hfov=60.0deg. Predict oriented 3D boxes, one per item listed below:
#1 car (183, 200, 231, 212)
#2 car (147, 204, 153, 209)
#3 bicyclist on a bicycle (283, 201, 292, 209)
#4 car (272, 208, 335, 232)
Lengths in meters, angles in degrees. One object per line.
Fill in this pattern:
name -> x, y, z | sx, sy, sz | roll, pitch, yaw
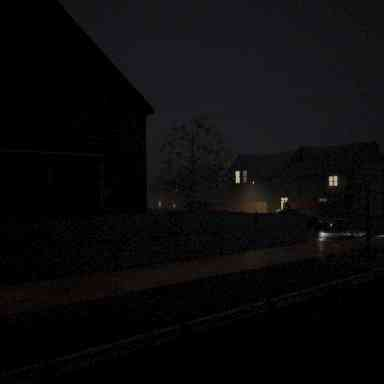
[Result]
car -> 1.330, 1.787, 31.115 | 2.150, 2.045, 5.566 | -1, -1, -36
car -> -7.028, 2.127, 42.794 | 2.150, 2.045, 5.566 | -1, -1, -35
bicyclist on a bicycle -> 8.838, 1.667, 30.682 | 1.656, 1.620, 0.582 | -1, 0, -36
car -> 7.356, 1.846, 22.712 | 1.812, 1.442, 4.674 | -1, -1, -36
